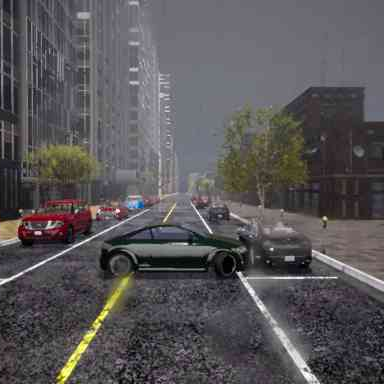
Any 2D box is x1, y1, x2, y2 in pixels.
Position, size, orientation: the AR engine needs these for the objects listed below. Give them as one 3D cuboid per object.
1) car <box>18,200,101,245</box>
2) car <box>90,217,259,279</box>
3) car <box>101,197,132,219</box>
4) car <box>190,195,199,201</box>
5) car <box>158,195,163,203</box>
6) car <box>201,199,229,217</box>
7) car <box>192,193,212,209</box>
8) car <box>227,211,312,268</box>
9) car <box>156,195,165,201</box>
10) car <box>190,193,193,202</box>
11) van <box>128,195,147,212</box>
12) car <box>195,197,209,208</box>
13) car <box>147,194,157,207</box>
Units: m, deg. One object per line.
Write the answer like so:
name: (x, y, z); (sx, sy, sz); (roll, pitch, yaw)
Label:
car: (-6.173, 1.310, 15.700); (2.192, 1.841, 5.009); (-1, 0, -1)
car: (-0.457, 1.556, 9.504); (4.181, 1.385, 1.994); (0, 0, -1)
car: (-6.362, 1.432, 26.768); (1.967, 1.590, 4.097); (-1, 0, -1)
car: (0.607, 1.537, 83.027); (1.947, 1.339, 4.313); (-1, 0, -1)
car: (-7.350, 1.522, 66.227); (1.887, 1.381, 4.507); (-1, 0, -1)
car: (2.041, 1.543, 26.964); (2.008, 1.369, 4.403); (-1, 0, -1)
car: (1.586, 1.301, 44.298); (2.192, 1.841, 5.009); (-1, 0, -1)
car: (2.561, 1.548, 11.105); (2.008, 1.369, 4.403); (-1, 0, -1)
car: (-7.767, 1.497, 82.656); (1.752, 1.417, 4.829); (-1, 0, -1)
car: (0.884, 1.291, 71.962); (2.192, 1.841, 5.009); (-1, 0, -1)
van: (-6.651, 1.329, 38.562); (1.690, 1.788, 3.998); (-1, 0, -1)
car: (1.445, 1.509, 50.000); (1.752, 1.417, 4.829); (-1, 0, -1)
car: (-6.932, 1.299, 49.628); (2.192, 1.841, 5.009); (-1, 0, -1)
